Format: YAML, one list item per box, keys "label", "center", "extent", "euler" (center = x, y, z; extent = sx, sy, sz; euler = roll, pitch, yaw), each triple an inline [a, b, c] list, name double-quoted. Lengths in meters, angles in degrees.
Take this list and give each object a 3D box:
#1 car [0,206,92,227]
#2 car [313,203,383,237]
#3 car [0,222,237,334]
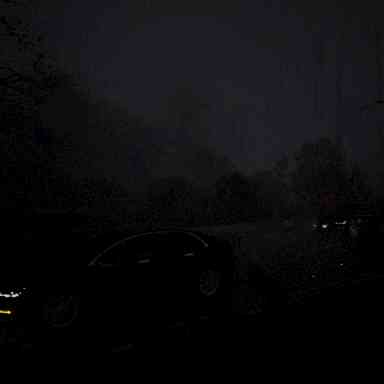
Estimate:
- label: "car"
  center: [-4.516, 1.285, 8.496]
  extent: [4.553, 1.767, 2.097]
  euler: [0, 1, -34]
- label: "car"
  center: [8.265, 1.361, 17.104]
  extent: [4.892, 1.490, 1.837]
  euler: [-1, 1, -34]
- label: "car"
  center: [-1.297, 1.450, 6.732]
  extent: [4.892, 1.490, 1.837]
  euler: [0, 1, -34]
